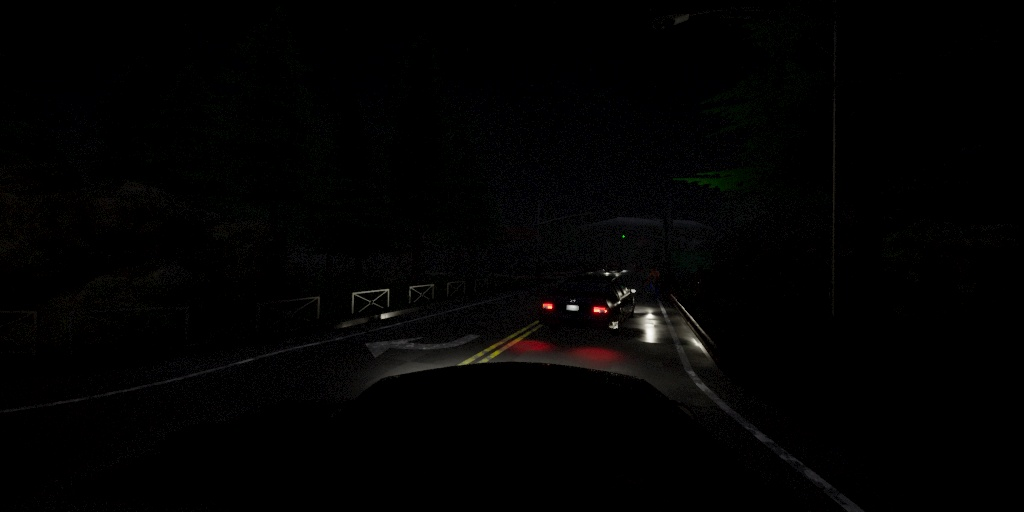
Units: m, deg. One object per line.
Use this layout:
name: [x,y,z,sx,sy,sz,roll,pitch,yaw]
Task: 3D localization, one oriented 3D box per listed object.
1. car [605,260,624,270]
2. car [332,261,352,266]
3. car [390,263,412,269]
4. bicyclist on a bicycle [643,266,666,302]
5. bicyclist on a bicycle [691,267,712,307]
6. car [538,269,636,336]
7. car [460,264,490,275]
car: [16.923,1.711,59.821,2.150,2.045,5.566,1,-1,20]
car: [-24.033,1.457,52.283,5.357,1.411,2.033,1,-1,24]
car: [-14.300,1.587,48.357,4.181,1.385,1.994,1,-1,21]
bicyclist on a bicycle: [6.587,1.294,16.502,1.656,1.620,0.582,1,-1,-31]
bicyclist on a bicycle: [8.018,1.305,15.105,1.656,1.620,0.582,1,-1,-34]
car: [2.400,1.253,10.336,2.033,1.411,5.357,1,-1,25]
car: [-4.934,1.698,44.866,4.181,1.385,1.994,1,-1,20]
